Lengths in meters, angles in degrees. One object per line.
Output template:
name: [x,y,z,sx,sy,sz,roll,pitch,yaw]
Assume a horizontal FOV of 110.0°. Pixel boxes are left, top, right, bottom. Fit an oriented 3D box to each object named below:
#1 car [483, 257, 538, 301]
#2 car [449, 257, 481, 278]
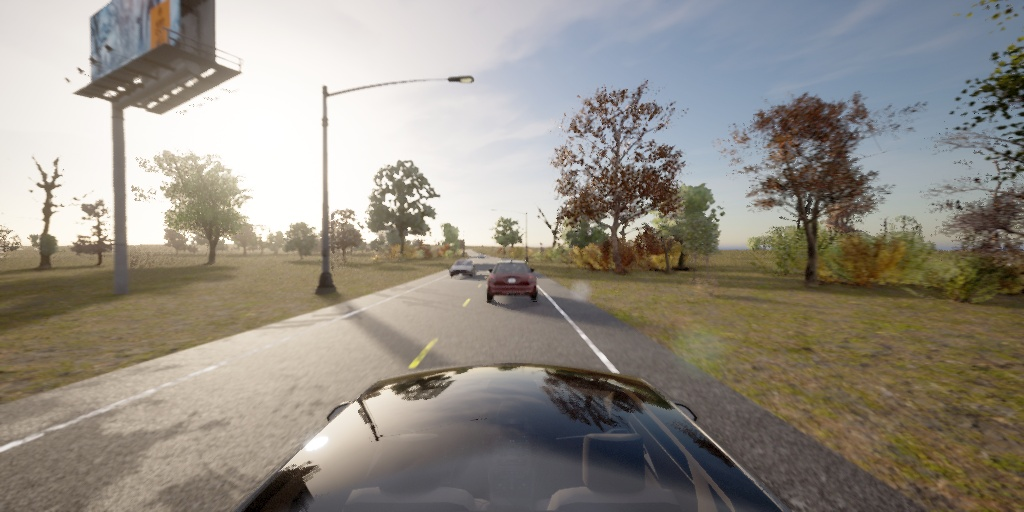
car: [-0.031,0.963,16.382,2.097,1.767,4.553,0,1,-1]
car: [-4.012,1.029,30.039,2.033,1.411,5.357,0,1,-1]
